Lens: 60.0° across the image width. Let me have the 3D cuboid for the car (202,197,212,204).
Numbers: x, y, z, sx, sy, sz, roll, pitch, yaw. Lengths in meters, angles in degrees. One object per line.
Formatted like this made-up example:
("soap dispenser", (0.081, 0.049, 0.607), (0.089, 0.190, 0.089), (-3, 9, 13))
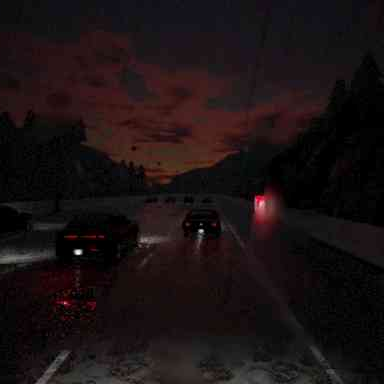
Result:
("car", (2.904, 1.592, 64.157), (1.994, 1.385, 4.181), (1, 0, 3))

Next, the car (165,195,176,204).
("car", (-4.109, 1.448, 64.073), (1.837, 1.490, 4.892), (1, 0, 3))

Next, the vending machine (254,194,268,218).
("vending machine", (6.173, 1.267, 29.892), (1.100, 2.100, 0.880), (1, 0, 3))

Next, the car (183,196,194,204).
("car", (-0.607, 1.491, 64.056), (1.837, 1.490, 4.892), (1, 0, 3))

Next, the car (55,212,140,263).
("car", (-3.128, 1.465, 11.888), (1.837, 1.490, 4.892), (0, 0, 3))

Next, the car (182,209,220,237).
("car", (0.578, 1.606, 18.326), (1.895, 1.301, 4.718), (1, 0, 3))

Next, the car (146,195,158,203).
("car", (-7.634, 1.392, 63.649), (2.128, 1.511, 4.902), (1, 0, 3))

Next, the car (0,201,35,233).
("car", (-9.933, 1.356, 16.677), (1.882, 1.535, 5.008), (1, 0, 3))

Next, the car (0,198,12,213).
("car", (-19.840, 1.304, 31.787), (2.033, 1.411, 5.357), (1, 0, 3))

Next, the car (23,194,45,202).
("car", (-28.883, 1.151, 60.956), (1.994, 1.385, 4.181), (1, 0, 3))
